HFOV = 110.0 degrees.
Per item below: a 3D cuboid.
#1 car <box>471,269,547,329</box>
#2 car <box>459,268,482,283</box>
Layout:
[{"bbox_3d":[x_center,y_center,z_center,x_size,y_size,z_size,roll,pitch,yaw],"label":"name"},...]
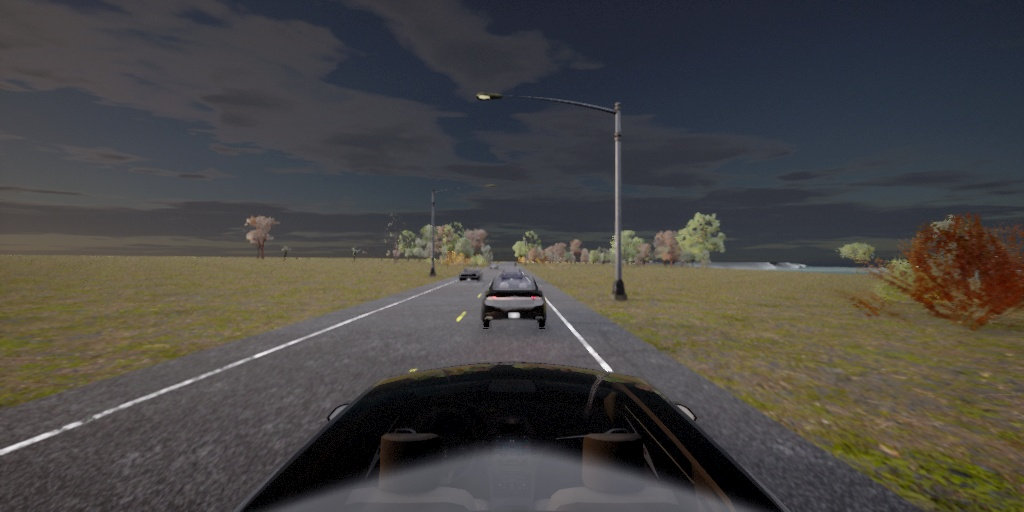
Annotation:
[{"bbox_3d":[0.059,1.361,11.790,2.128,1.511,4.902,0,-1,0],"label":"car"},{"bbox_3d":[-3.696,1.716,32.841,1.895,1.301,4.718,0,-1,0],"label":"car"}]
